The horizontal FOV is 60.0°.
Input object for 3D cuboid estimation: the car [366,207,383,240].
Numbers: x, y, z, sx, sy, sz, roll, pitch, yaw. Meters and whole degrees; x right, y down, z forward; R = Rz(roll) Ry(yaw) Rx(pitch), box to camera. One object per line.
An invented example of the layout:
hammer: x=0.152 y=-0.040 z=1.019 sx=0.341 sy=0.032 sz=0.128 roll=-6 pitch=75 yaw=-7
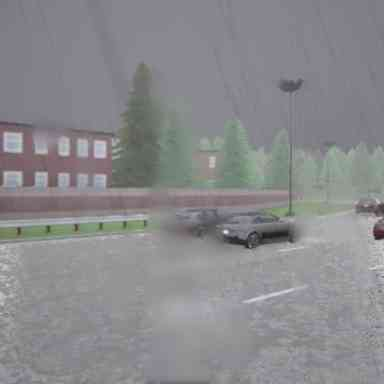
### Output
car: x=10.434 y=1.576 z=16.016 sx=4.181 sy=1.385 sz=1.994 roll=0 pitch=0 yaw=-40

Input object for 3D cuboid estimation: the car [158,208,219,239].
car: x=0.904 y=1.555 z=17.329 sx=5.357 sy=1.411 sz=2.033 roll=0 pitch=0 yaw=-37

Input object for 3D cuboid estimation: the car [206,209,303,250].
car: x=2.953 y=1.572 z=14.528 sx=4.181 sy=1.385 sz=1.994 roll=0 pitch=0 yaw=-37

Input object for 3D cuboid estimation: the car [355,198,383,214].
car: x=18.371 y=1.376 z=34.166 sx=2.097 sy=1.767 sz=4.553 roll=0 pitch=0 yaw=39
